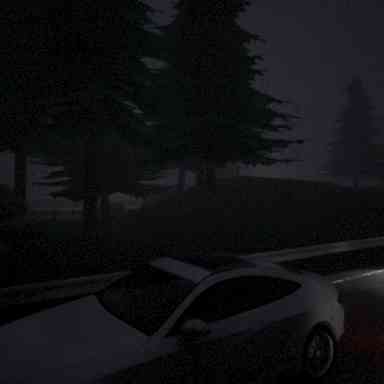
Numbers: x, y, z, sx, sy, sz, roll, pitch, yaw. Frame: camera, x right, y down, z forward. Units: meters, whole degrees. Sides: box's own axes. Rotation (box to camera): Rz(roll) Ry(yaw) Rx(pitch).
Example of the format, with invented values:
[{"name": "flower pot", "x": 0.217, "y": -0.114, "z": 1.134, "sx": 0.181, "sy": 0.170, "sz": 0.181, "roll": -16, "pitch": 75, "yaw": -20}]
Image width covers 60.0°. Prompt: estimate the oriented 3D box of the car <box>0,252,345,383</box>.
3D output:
[{"name": "car", "x": -0.026, "y": 1.536, "z": 3.982, "sx": 4.674, "sy": 1.442, "sz": 1.812, "roll": 1, "pitch": 0, "yaw": -35}]
